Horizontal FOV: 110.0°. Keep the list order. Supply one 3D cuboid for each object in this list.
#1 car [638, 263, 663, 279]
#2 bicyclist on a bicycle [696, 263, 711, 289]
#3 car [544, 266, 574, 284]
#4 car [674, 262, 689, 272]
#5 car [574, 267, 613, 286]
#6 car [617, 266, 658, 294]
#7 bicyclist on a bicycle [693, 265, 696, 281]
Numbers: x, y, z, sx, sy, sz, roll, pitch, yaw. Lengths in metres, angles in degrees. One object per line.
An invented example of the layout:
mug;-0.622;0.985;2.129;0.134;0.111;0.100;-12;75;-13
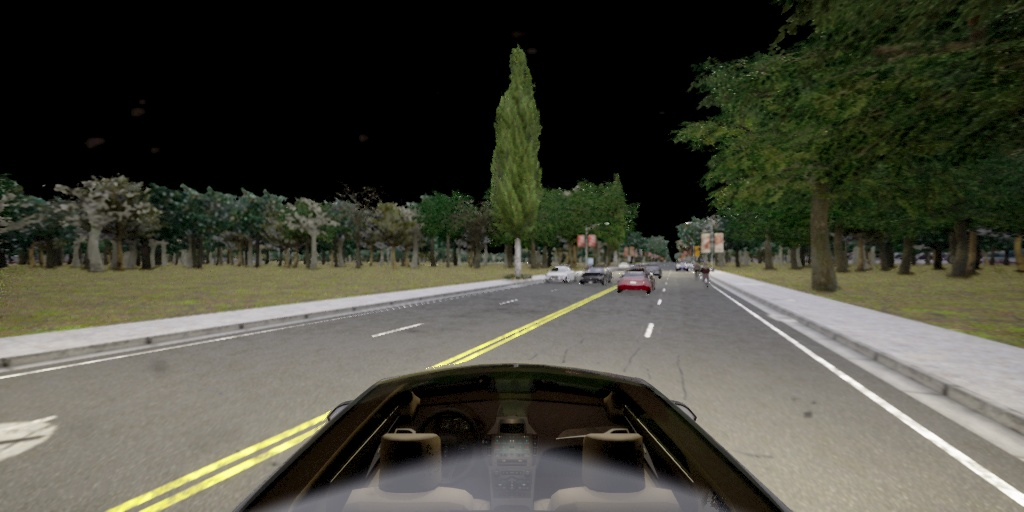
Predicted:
car;15.223;1.682;38.823;2.033;1.411;5.357;0;-1;24
bicyclist on a bicycle;12.906;1.343;23.935;0.659;1.776;1.843;0;0;24
car;4.262;1.595;30.883;1.812;1.442;4.674;0;-1;24
car;27.769;1.933;58.607;1.895;1.301;4.718;0;-1;24
car;6.857;1.587;28.736;2.033;1.411;5.357;0;-1;24
car;7.874;1.532;22.628;1.994;1.385;4.181;0;-1;24
bicyclist on a bicycle;17.024;1.518;33.009;0.582;1.620;1.656;0;-1;24
